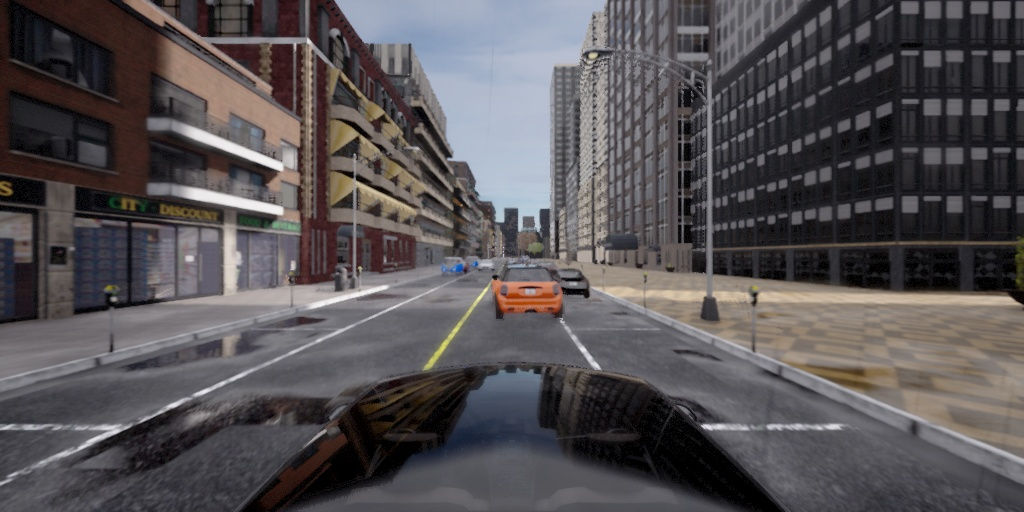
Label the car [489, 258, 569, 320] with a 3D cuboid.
[{"bbox_3d":[0.385,1.068,12.718,2.097,1.767,4.553,0,0,-4],"label":"car"}]

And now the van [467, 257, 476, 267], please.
[{"bbox_3d":[-5.691,0.958,50.966,1.690,1.789,3.998,0,0,0],"label":"van"}]

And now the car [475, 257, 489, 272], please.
[{"bbox_3d":[-3.062,1.160,43.414,1.812,1.442,4.674,0,0,0],"label":"car"}]

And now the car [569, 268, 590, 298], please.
[{"bbox_3d":[2.691,1.267,17.830,1.948,1.339,4.313,0,0,0],"label":"car"}]

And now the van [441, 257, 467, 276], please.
[{"bbox_3d":[-5.691,0.998,34.399,1.690,1.789,3.998,0,0,0],"label":"van"}]

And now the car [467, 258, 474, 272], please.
[{"bbox_3d":[-5.691,1.188,39.922,1.888,1.381,4.507,0,0,0],"label":"car"}]

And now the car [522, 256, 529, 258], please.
[{"bbox_3d":[2.690,1.057,50.966,1.967,1.591,4.097,0,0,0],"label":"car"}]
